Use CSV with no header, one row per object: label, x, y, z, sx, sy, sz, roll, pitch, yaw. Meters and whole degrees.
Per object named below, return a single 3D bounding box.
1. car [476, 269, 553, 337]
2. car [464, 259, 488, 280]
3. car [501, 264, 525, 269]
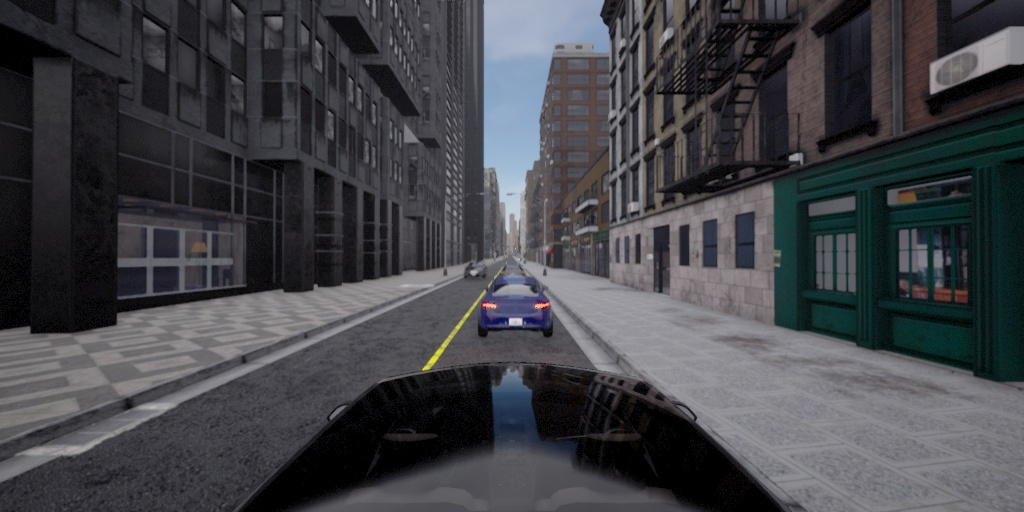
car,0.087,1.276,10.163,1.812,1.442,4.674,0,0,0
car,-3.142,1.241,31.835,2.128,1.511,4.902,0,0,0
car,0.061,1.314,28.212,1.994,1.385,4.181,0,0,0
